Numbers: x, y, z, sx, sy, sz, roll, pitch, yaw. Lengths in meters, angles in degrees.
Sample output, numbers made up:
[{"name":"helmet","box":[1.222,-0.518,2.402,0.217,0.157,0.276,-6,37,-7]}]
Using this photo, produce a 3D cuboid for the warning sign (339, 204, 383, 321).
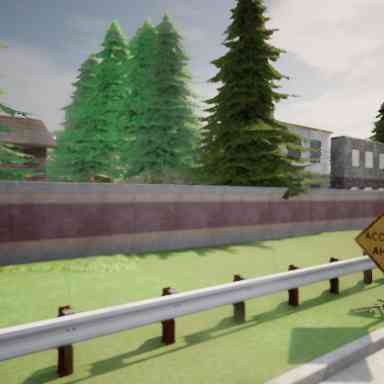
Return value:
[{"name":"warning sign","box":[3.482,1.172,5.798,1.060,1.860,1.300,1,0,-35]}]
